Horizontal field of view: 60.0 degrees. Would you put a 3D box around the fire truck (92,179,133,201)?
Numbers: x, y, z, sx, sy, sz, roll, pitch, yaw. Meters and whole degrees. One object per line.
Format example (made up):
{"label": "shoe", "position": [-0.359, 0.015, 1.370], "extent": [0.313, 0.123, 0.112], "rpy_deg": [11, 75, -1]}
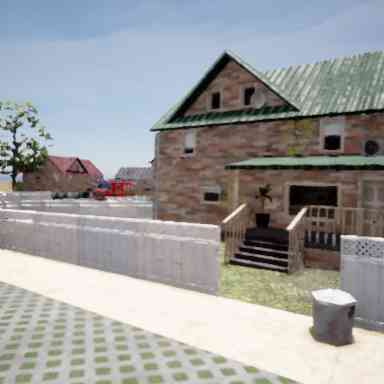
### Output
{"label": "fire truck", "position": [-13.036, -0.210, 55.513], "extent": [2.891, 3.827, 8.468], "rpy_deg": [3, 1, 19]}
